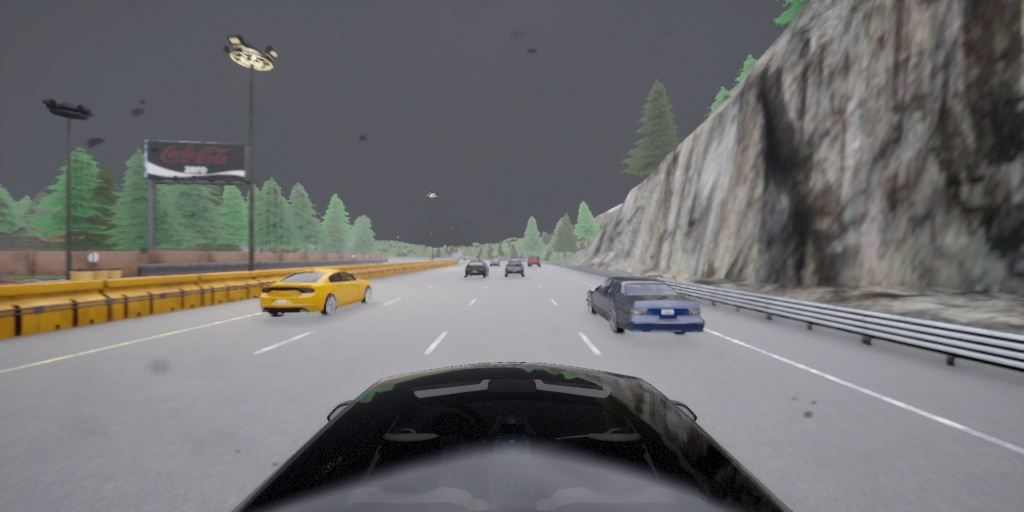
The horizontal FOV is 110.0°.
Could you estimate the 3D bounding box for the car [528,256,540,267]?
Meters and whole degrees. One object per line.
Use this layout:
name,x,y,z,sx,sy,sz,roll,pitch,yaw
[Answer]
car,3.938,0.961,65.237,2.150,2.045,5.566,0,0,0

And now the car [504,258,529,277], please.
car,0.263,1.234,35.817,2.128,1.511,4.902,0,0,0

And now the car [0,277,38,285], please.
car,-17.500,1.200,10.404,1.882,1.535,5.008,0,0,1

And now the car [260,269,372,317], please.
car,-6.868,1.215,13.209,1.882,1.535,5.008,0,0,0

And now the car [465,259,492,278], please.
car,-3.243,1.216,33.730,1.882,1.535,5.008,0,0,0

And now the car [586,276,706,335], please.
car,3.528,1.300,10.533,2.033,1.411,5.357,0,0,1
